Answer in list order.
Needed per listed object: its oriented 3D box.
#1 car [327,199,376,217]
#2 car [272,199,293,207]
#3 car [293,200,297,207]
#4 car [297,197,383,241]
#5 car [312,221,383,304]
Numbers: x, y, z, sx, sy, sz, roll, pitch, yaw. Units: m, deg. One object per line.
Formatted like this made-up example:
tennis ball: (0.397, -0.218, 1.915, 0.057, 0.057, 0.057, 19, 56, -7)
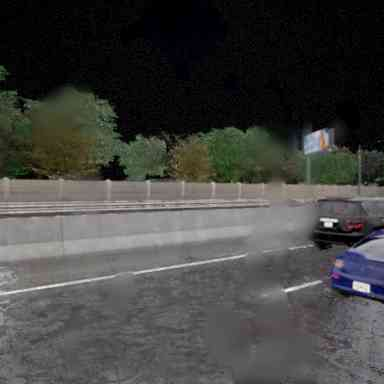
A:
car: (15.452, 1.458, 32.181, 4.902, 1.511, 2.128, 0, 0, -35)
car: (10.902, 1.530, 37.534, 4.181, 1.385, 1.994, 0, 0, -35)
car: (13.340, 1.458, 34.975, 4.902, 1.511, 2.128, 0, 0, -35)
car: (6.846, 1.201, 12.920, 5.566, 2.045, 2.150, 0, 0, -35)
car: (4.869, 1.512, 7.230, 4.674, 1.442, 1.812, 0, 0, -36)
